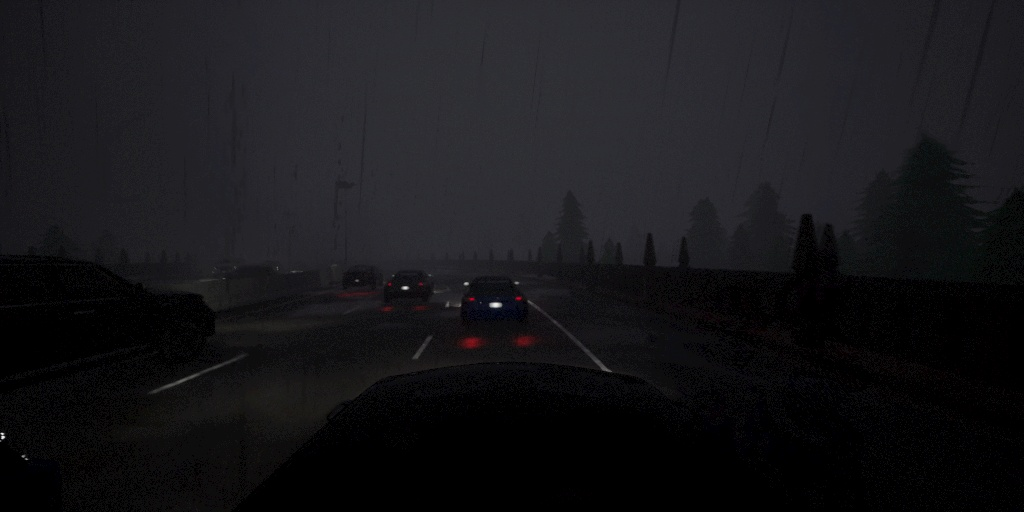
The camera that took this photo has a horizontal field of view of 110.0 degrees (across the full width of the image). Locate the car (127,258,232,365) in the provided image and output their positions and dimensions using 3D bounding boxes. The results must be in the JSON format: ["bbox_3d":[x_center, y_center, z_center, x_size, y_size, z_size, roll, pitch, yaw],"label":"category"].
[{"bbox_3d":[-7.083,1.001,4.947,2.150,2.045,5.566,0,0,-2],"label":"car"}]

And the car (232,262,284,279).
[{"bbox_3d":[-17.107,1.374,23.697,1.837,1.490,4.892,0,0,-15],"label":"car"}]

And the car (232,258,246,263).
[{"bbox_3d":[-29.757,1.226,38.078,2.150,2.045,5.566,0,0,-26],"label":"car"}]

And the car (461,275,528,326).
[{"bbox_3d":[-0.652,1.330,11.904,1.994,1.385,4.181,0,0,-6],"label":"car"}]

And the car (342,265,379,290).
[{"bbox_3d":[-9.658,1.309,23.487,1.882,1.535,5.008,0,0,-13],"label":"car"}]

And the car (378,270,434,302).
[{"bbox_3d":[-4.915,1.358,17.473,1.994,1.385,4.181,0,0,-9],"label":"car"}]
